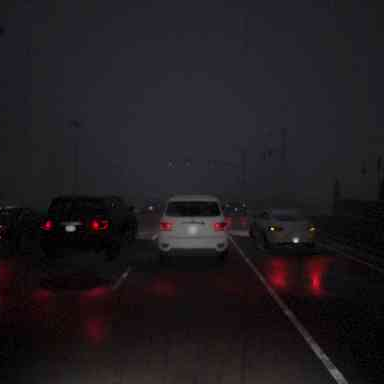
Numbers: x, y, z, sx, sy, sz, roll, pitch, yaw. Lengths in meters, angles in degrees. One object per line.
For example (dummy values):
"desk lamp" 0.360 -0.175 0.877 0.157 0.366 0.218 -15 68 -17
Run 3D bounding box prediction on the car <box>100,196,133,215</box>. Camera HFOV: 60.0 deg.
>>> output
"car" -6.925 1.197 30.958 1.882 1.535 5.008 0 0 0

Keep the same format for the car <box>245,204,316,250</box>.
"car" 3.564 1.402 13.663 1.812 1.442 4.674 0 0 0

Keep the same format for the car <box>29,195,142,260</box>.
"car" -3.451 1.110 12.145 2.150 2.045 5.566 0 0 0

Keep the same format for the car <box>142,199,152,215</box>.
"car" -3.431 1.293 29.914 1.994 1.385 4.181 0 1 0

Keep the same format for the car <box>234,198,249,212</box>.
"car" 4.103 1.253 30.040 1.812 1.442 4.674 0 0 10

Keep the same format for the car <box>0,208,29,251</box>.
"car" -6.938 1.369 13.433 2.128 1.511 4.902 0 0 0

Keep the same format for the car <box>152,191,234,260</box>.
"car" 0.051 1.111 12.084 2.150 2.045 5.566 0 0 0

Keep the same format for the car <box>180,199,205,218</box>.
"car" 0.060 1.347 27.972 1.895 1.301 4.718 0 1 0
